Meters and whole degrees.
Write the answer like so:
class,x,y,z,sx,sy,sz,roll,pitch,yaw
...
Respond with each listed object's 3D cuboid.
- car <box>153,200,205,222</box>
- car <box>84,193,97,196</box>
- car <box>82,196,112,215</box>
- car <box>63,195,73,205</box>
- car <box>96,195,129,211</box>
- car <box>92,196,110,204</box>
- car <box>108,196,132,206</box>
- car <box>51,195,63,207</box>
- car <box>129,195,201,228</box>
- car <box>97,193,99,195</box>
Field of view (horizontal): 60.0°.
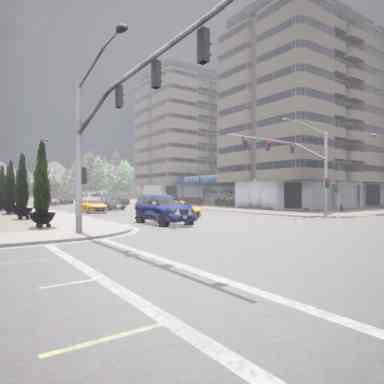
class,x,y,z,sx,sy,sz,roll,pitch,yaw
car,-1.185,1.477,27.656,1.882,1.535,5.008,0,0,-35
car,-17.693,1.221,57.886,2.150,2.045,5.566,0,0,-34
car,-10.472,1.478,34.887,1.882,1.535,5.008,0,0,-35
car,-22.295,1.350,58.196,2.097,1.767,4.553,0,0,-35
car,-9.658,1.490,39.850,2.128,1.511,4.902,0,0,-35
car,-17.509,1.504,63.759,1.837,1.490,4.892,0,0,-34
car,-12.199,1.491,56.122,2.128,1.511,4.902,0,0,-35
car,-22.171,1.350,51.798,2.097,1.767,4.553,0,0,-34
car,-1.990,1.222,22.683,2.150,2.045,5.566,0,0,-35
car,-12.147,1.352,49.913,2.097,1.767,4.553,0,0,-35
